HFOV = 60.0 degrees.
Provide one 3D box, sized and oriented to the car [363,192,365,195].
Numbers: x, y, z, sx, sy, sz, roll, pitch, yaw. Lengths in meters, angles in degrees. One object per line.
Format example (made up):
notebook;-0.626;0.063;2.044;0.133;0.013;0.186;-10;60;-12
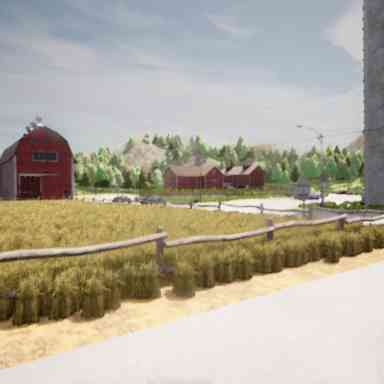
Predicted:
car;40.334;0.141;74.272;1.905;1.878;3.866;-1;1;-36

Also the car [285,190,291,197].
car;24.279;0.298;78.932;1.932;1.855;4.605;-1;1;-36

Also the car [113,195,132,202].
car;-11.665;1.215;55.636;1.994;1.385;4.181;-1;1;-36

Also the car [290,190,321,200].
car;20.821;0.683;59.957;2.242;1.667;4.611;-1;1;-36

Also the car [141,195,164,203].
car;-5.634;1.175;47.388;1.812;1.442;4.674;-1;1;-35
